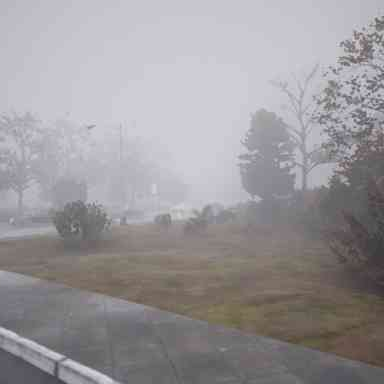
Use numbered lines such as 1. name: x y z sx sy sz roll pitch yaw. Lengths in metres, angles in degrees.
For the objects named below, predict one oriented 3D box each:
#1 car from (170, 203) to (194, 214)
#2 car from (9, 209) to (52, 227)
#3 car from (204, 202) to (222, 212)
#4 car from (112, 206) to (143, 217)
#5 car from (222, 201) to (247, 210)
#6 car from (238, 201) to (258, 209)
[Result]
1. car: -1.402 2.448 50.225 1.812 1.442 4.674 -3 -2 33
2. car: -14.027 2.306 30.311 2.128 1.511 4.902 -3 -2 33
3. car: 3.514 2.294 51.176 1.837 1.490 4.892 -3 -2 32
4. car: -7.797 2.375 40.070 1.812 1.442 4.674 -3 -2 32
5. car: 7.114 2.194 50.324 2.033 1.411 5.357 -3 -2 32
6. car: 10.439 2.409 62.098 1.837 1.490 4.892 -3 -2 33
